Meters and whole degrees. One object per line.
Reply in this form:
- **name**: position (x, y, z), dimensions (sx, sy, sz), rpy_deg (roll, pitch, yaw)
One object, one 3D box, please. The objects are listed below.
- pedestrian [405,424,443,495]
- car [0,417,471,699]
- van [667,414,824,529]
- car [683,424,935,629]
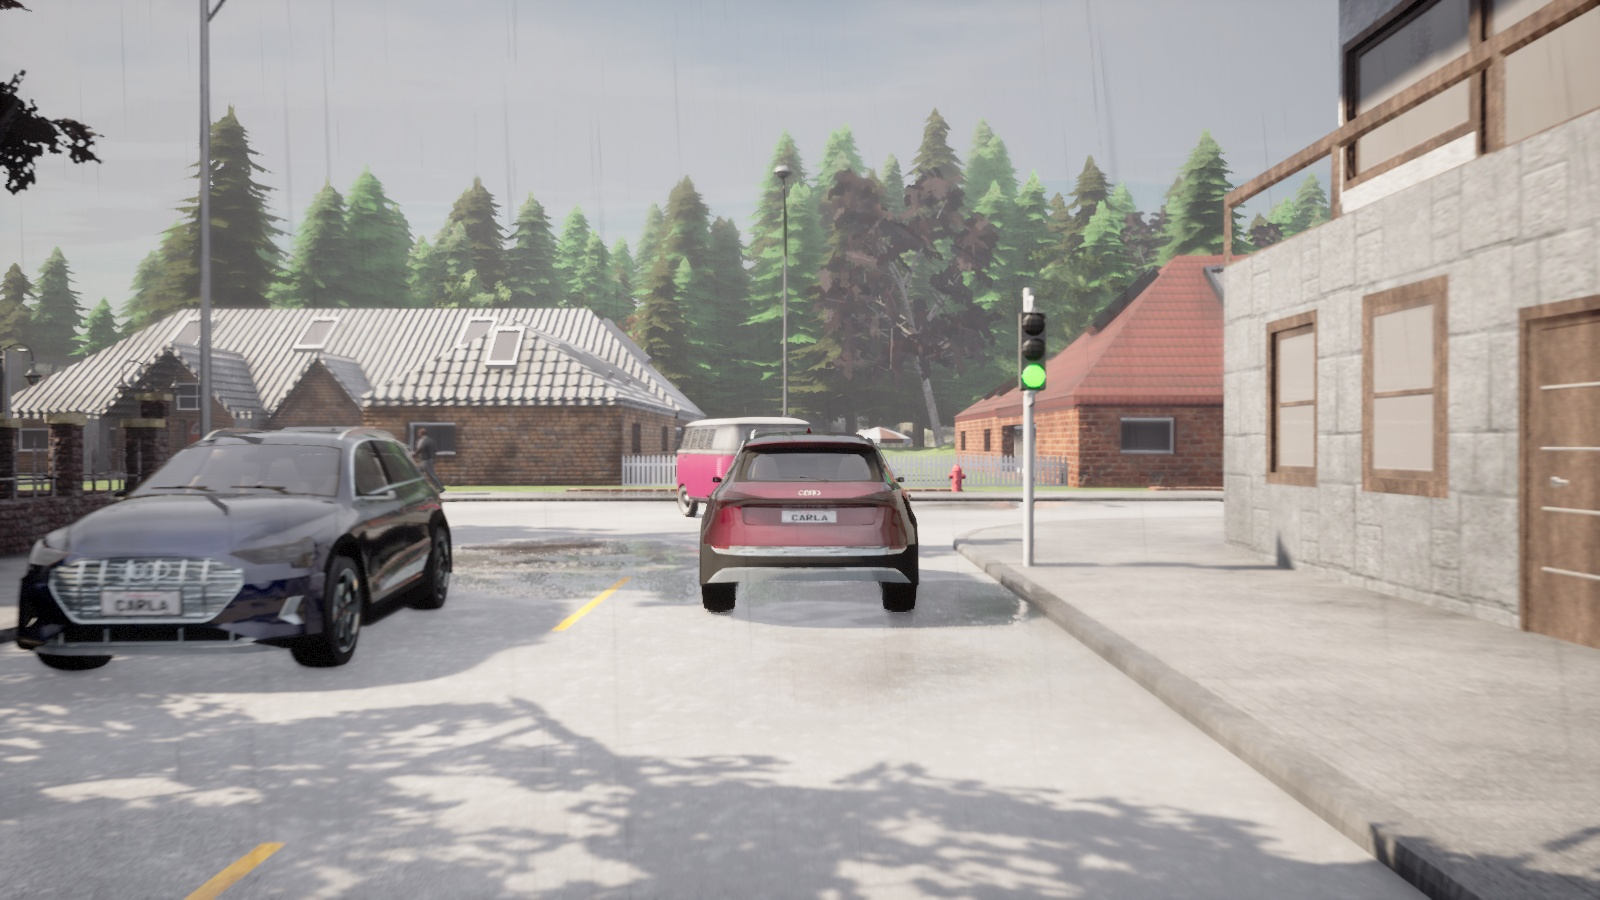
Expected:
- **pedestrian**: position (-10.125, 0.253, 33.815), dimensions (0.849, 1.883, 0.563), rpy_deg (0, 0, 0)
- **car**: position (-4.084, 0.618, 9.820), dimensions (2.033, 1.649, 4.856), rpy_deg (0, 0, -4)
- **van**: position (-1.166, 0.361, 24.197), dimensions (1.775, 1.987, 4.442), rpy_deg (0, 0, -20)
- **car**: position (0.087, 0.605, 12.560), dimensions (2.033, 1.649, 4.856), rpy_deg (0, 0, 0)
